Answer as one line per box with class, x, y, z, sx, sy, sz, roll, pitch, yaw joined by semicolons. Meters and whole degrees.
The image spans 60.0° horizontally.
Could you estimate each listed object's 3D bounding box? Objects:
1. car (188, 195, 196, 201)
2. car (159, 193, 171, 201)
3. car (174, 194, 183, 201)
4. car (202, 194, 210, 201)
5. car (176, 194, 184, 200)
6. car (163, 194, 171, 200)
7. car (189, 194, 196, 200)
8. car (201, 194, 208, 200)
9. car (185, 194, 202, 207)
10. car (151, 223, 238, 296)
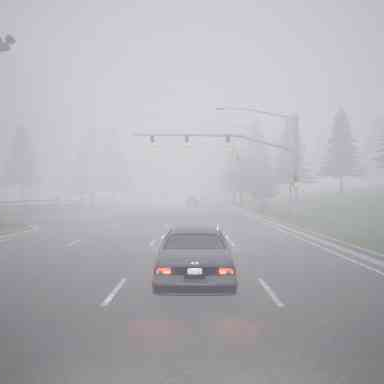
car;0.050;1.531;83.494;2.033;1.411;5.357;0;0;0
car;-6.950;1.217;83.528;2.150;2.045;5.566;0;0;0
car;-3.450;1.517;83.913;1.812;1.442;4.674;0;0;0
car;3.550;1.492;83.492;1.837;1.490;4.892;0;0;0
car;-3.444;1.358;93.916;2.128;1.511;4.902;0;0;0
car;-6.944;1.385;93.918;1.994;1.385;4.181;0;0;0
car;0.056;1.310;93.914;1.882;1.535;5.008;0;0;0
car;3.556;1.310;93.912;1.882;1.535;5.008;0;0;0
car;0.029;1.352;52.851;2.097;1.767;4.553;0;0;0
car;0.072;1.547;8.812;2.033;1.411;5.357;0;0;0
